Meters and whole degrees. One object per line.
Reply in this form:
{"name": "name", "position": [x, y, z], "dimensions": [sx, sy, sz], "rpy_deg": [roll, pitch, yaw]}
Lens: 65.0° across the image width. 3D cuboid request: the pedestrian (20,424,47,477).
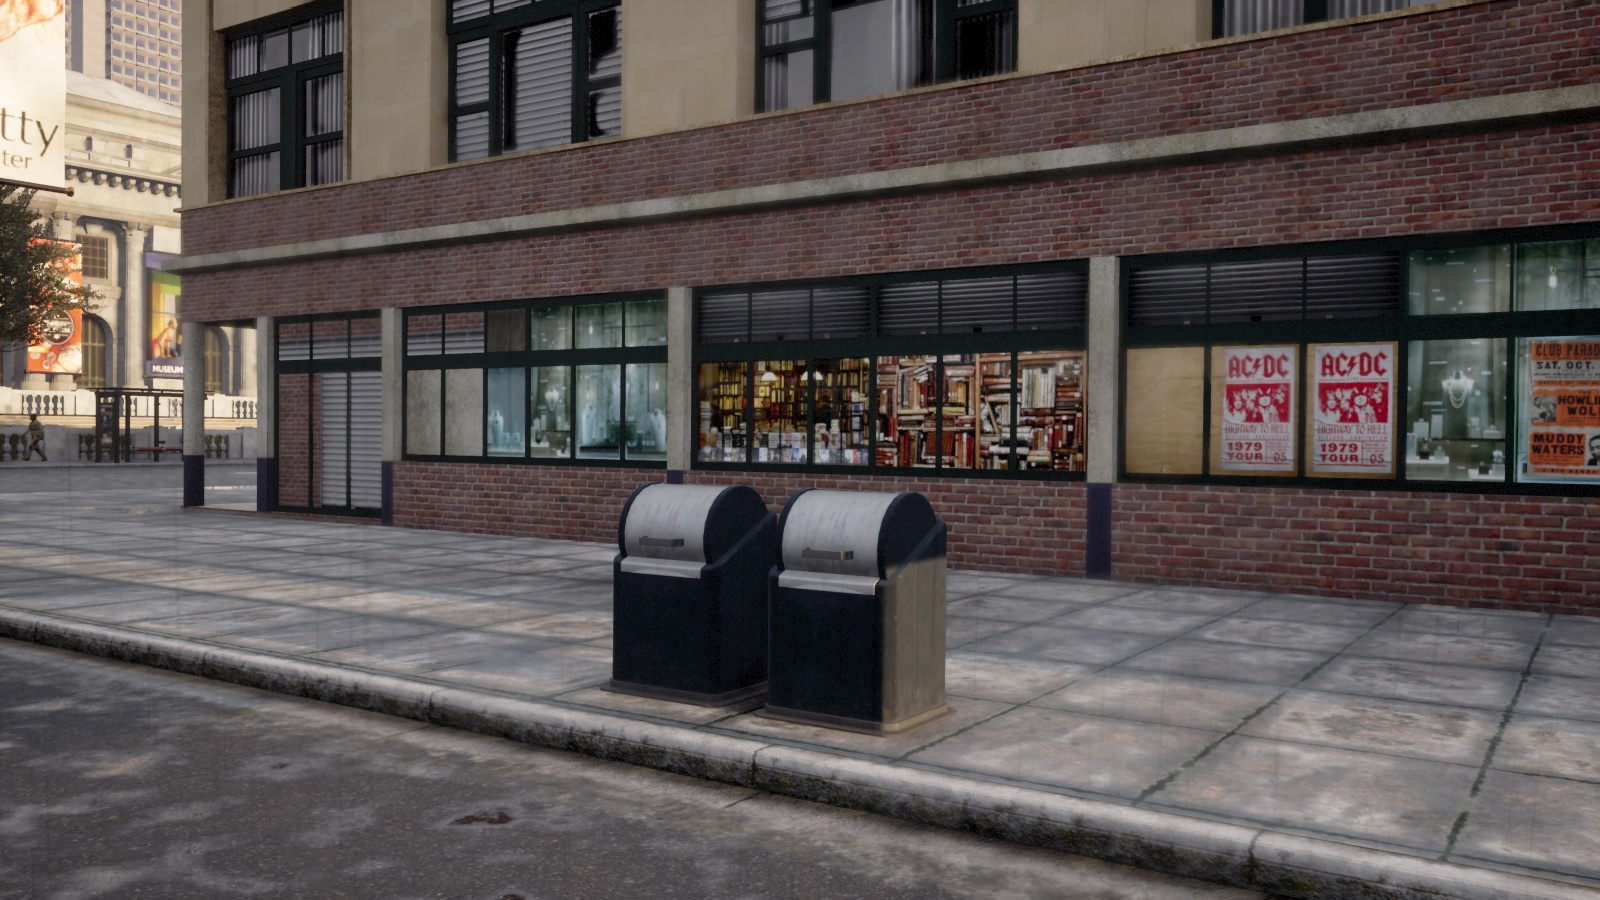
{"name": "pedestrian", "position": [-27.962, 0.016, 45.820], "dimensions": [0.396, 1.930, 0.692], "rpy_deg": [0, 1, 26]}
